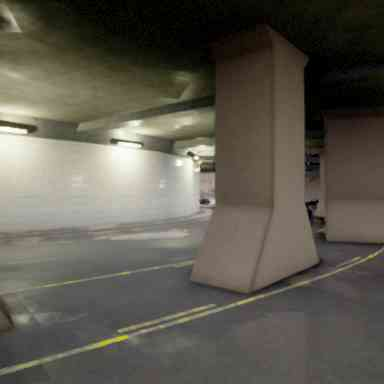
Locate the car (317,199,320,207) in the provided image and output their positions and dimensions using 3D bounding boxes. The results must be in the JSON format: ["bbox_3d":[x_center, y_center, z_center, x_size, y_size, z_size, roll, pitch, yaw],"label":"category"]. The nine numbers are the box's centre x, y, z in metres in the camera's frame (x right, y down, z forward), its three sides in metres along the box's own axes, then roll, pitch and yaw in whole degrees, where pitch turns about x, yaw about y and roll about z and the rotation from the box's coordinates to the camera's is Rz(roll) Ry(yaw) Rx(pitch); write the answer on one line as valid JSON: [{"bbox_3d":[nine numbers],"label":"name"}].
[{"bbox_3d":[19.539,1.702,51.667,1.994,1.385,4.181,0,0,-13],"label":"car"}]

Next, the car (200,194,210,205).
[{"bbox_3d":[2.092,1.664,65.265,2.128,1.511,4.902,0,0,-15],"label":"car"}]

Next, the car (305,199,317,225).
[{"bbox_3d":[6.803,1.408,22.255,2.097,1.767,4.553,0,0,26],"label":"car"}]
